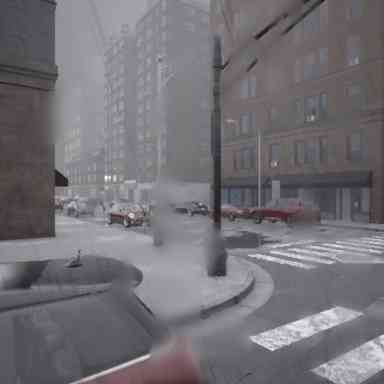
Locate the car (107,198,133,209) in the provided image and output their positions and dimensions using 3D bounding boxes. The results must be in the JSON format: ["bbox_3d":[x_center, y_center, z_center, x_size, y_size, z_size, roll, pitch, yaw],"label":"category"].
[{"bbox_3d":[-9.756,1.531,44.816,1.947,1.339,4.313,0,0,-35],"label":"car"}]

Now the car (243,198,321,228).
[{"bbox_3d":[6.122,1.309,22.218,2.192,1.841,5.009,0,0,-35],"label":"car"}]

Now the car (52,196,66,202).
[{"bbox_3d":[-28.809,1.476,71.933,2.008,1.369,4.403,0,0,-35],"label":"car"}]

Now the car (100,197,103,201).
[{"bbox_3d":[-15.857,1.456,53.999,1.837,1.490,4.892,0,0,-35],"label":"car"}]

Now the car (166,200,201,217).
[{"bbox_3d":[-0.229,1.549,31.257,1.947,1.339,4.313,0,0,-35],"label":"car"}]

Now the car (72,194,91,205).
[{"bbox_3d":[-19.891,1.296,59.684,2.097,1.767,4.553,0,0,-35],"label":"car"}]

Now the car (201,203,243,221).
[{"bbox_3d":[2.947,1.570,26.738,1.802,1.307,4.206,0,0,-35],"label":"car"}]

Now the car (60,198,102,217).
[{"bbox_3d":[-10.368,1.529,30.857,2.008,1.369,4.403,0,0,-35],"label":"car"}]

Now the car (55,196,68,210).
[{"bbox_3d":[-16.721,1.511,39.899,1.887,1.381,4.507,0,0,-35],"label":"car"}]

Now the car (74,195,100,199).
[{"bbox_3d":[-15.372,1.436,48.005,1.882,1.535,5.008,0,0,-35],"label":"car"}]

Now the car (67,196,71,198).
[{"bbox_3d":[-21.523,1.471,56.760,1.812,1.442,4.674,0,0,-35],"label":"car"}]

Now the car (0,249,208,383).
[{"bbox_3d":[-2.079,1.352,1.895,4.553,1.767,2.097,0,0,-35],"label":"car"}]

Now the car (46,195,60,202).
[{"bbox_3d":[-31.985,1.469,76.453,2.008,1.369,4.403,0,0,-35],"label":"car"}]

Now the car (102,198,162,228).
[{"bbox_3d":[-4.015,1.429,21.815,1.967,1.590,4.097,0,0,-35],"label":"car"}]

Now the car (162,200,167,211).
[{"bbox_3d":[-3.405,1.528,35.778,2.008,1.369,4.403,0,0,-35],"label":"car"}]
